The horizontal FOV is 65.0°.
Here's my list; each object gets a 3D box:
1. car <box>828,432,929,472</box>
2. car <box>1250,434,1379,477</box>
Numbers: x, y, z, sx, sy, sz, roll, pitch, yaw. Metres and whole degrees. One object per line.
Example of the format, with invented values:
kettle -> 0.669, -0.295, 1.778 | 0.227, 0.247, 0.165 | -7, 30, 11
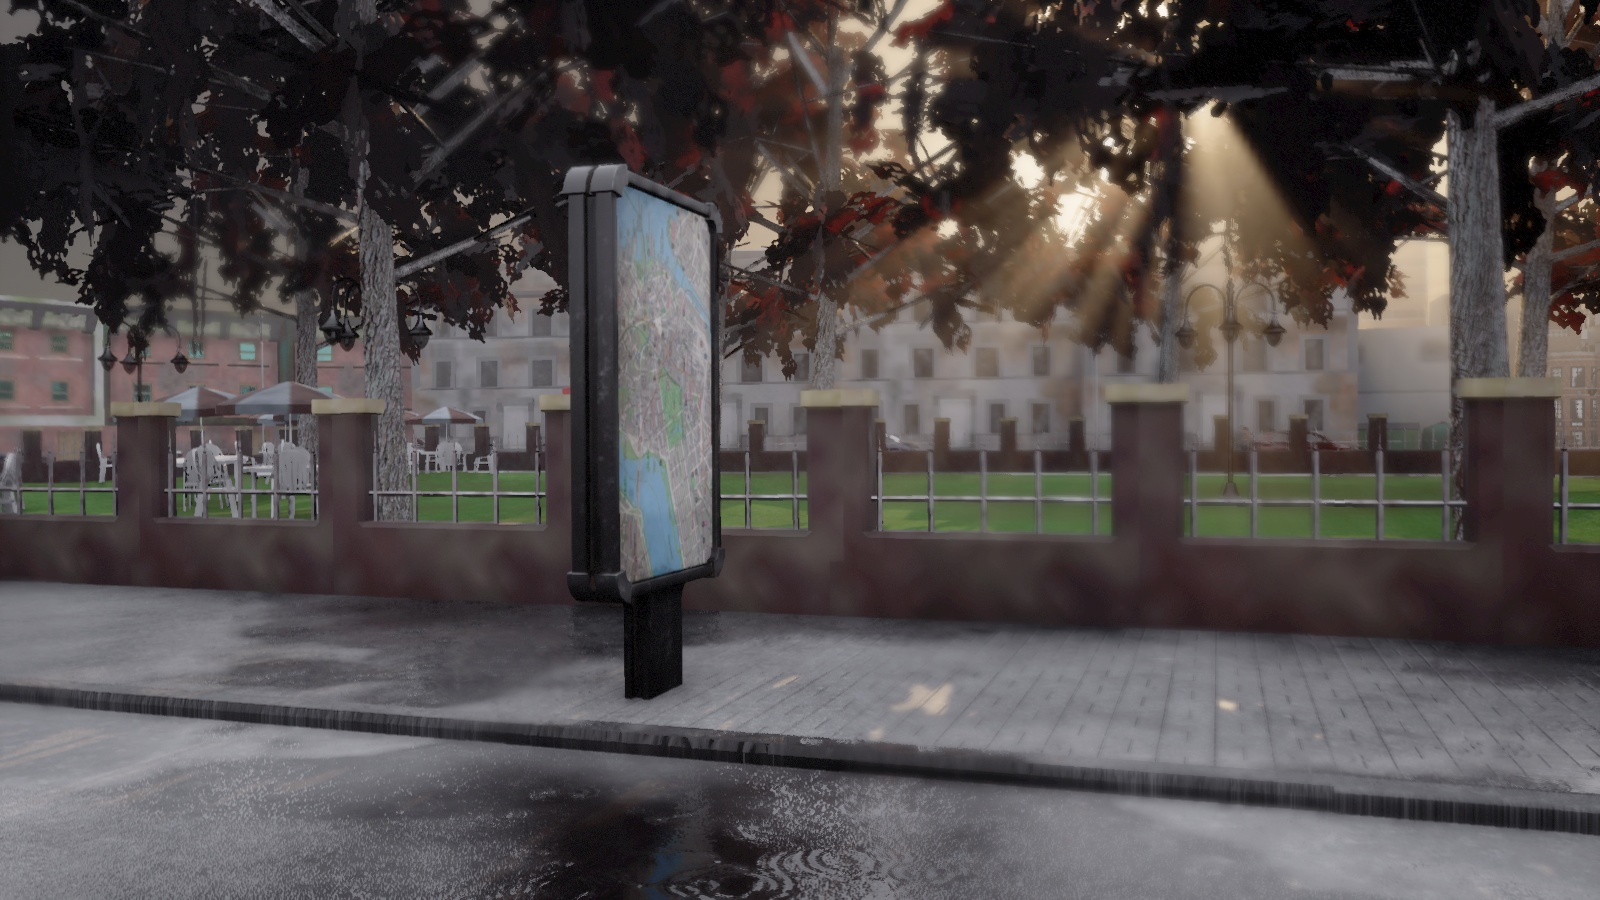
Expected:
car -> 3.170, 0.048, 50.364 | 3.705, 1.549, 1.789 | 0, 1, 18
car -> 18.484, 0.177, 45.284 | 4.193, 1.474, 1.816 | 0, 1, 18
